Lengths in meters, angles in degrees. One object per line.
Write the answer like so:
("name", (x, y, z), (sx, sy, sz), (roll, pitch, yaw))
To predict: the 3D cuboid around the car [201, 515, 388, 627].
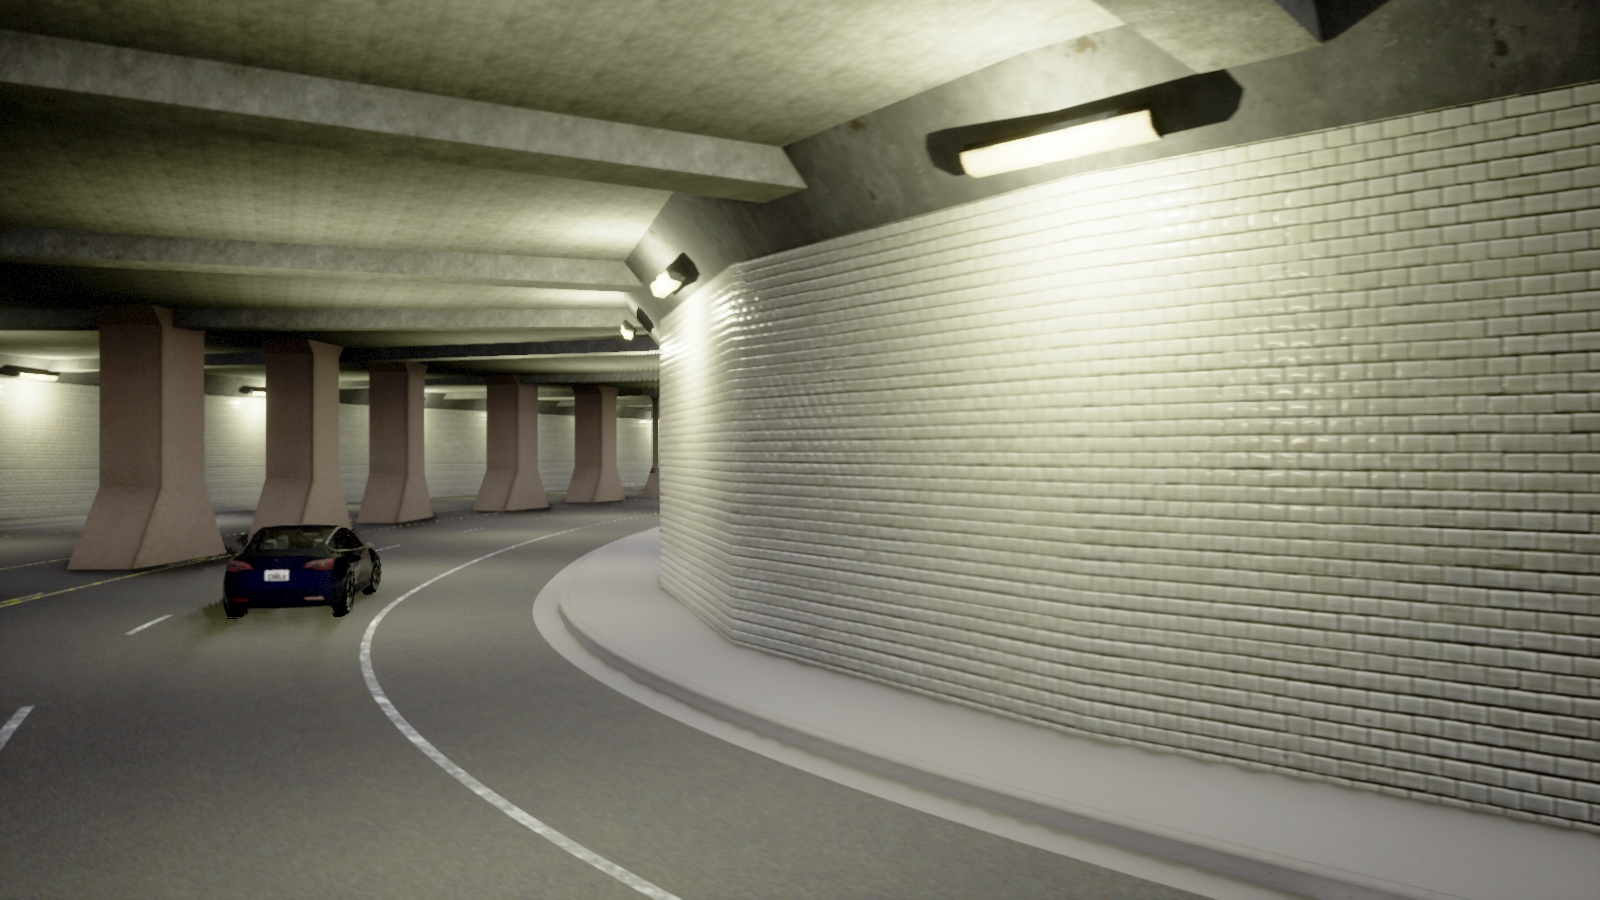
("car", (-8.951, 2.070, 20.702), (2.163, 1.488, 4.792), (0, 0, -12))
